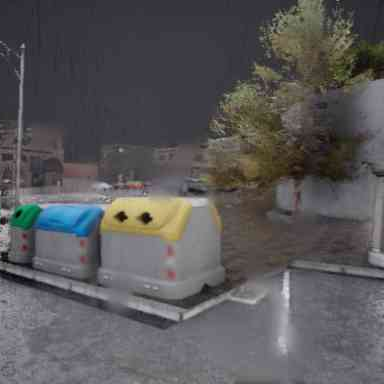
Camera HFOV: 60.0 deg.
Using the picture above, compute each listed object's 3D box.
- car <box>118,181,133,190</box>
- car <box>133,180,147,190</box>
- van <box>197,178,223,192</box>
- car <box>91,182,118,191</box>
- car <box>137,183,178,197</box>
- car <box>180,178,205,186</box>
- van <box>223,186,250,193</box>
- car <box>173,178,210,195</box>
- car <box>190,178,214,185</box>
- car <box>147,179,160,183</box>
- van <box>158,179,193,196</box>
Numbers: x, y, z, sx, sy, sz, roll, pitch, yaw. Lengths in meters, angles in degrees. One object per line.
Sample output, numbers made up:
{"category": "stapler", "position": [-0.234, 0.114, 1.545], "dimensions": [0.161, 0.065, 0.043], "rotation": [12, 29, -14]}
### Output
{"category": "car", "position": [-14.155, -1.121, 63.046], "dimensions": [4.792, 1.488, 2.163], "rotation": [2, 5, 33]}
{"category": "car", "position": [-11.800, -1.457, 64.788], "dimensions": [4.553, 1.767, 2.185], "rotation": [2, 5, 33]}
{"category": "van", "position": [2.175, -0.775, 53.845], "dimensions": [4.442, 1.987, 1.878], "rotation": [4, 7, 35]}
{"category": "car", "position": [-16.541, -0.928, 61.301], "dimensions": [4.674, 1.452, 2.002], "rotation": [2, 5, 33]}
{"category": "car", "position": [-5.108, -0.005, 48.692], "dimensions": [5.008, 1.535, 2.097], "rotation": [4, 7, 35]}
{"category": "car", "position": [0.138, -2.241, 73.481], "dimensions": [5.366, 1.575, 1.946], "rotation": [2, 5, 33]}
{"category": "van", "position": [7.296, -1.125, 57.138], "dimensions": [4.442, 1.987, 1.878], "rotation": [4, 7, 35]}
{"category": "car", "position": [-0.214, -0.616, 52.087], "dimensions": [5.566, 2.045, 2.435], "rotation": [4, 7, 35]}
{"category": "car", "position": [2.334, -2.424, 75.332], "dimensions": [5.008, 1.535, 2.097], "rotation": [2, 5, 33]}
{"category": "car", "position": [-9.484, -1.487, 66.593], "dimensions": [4.792, 1.488, 2.163], "rotation": [2, 5, 33]}
{"category": "van", "position": [-2.550, -0.403, 50.306], "dimensions": [4.442, 1.987, 1.878], "rotation": [4, 7, 35]}
